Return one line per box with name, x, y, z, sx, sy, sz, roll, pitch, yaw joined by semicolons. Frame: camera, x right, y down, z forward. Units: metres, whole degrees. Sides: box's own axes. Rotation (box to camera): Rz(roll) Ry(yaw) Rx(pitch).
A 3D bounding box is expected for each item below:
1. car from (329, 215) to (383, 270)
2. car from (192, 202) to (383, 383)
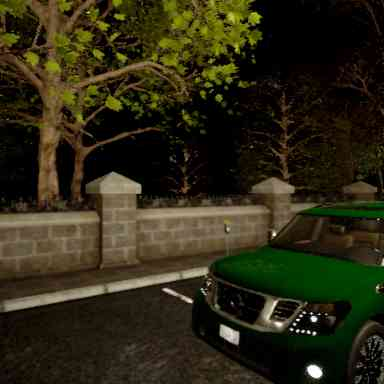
car;6.698;1.566;11.340;4.206;1.307;1.802;0;0;-36
car;2.664;1.215;5.269;5.566;2.045;2.150;0;0;-35
